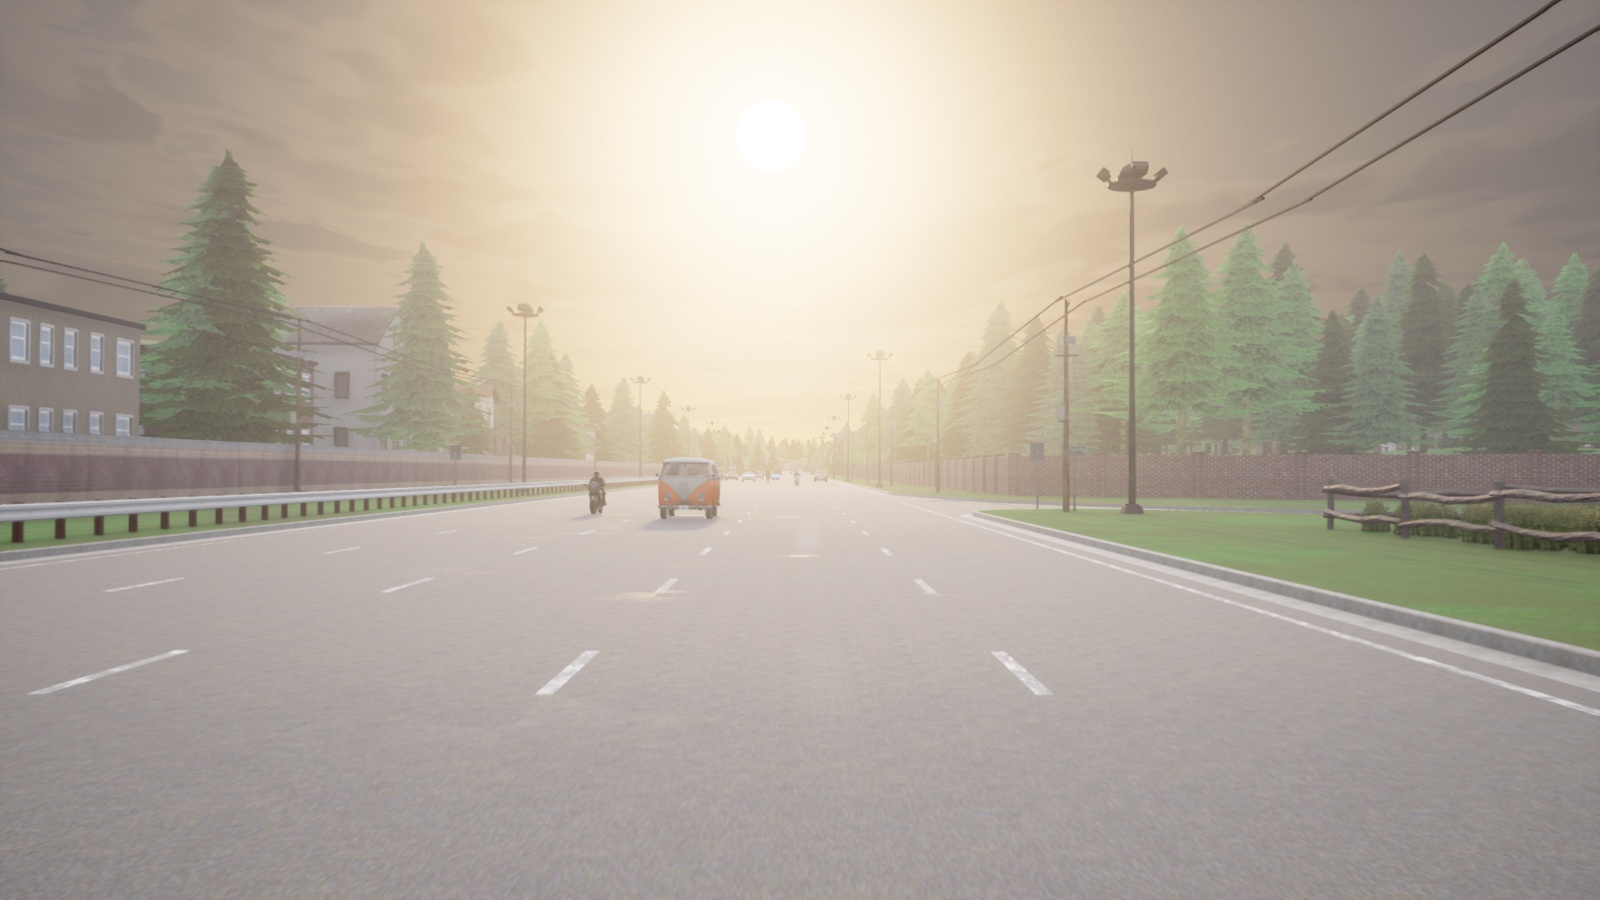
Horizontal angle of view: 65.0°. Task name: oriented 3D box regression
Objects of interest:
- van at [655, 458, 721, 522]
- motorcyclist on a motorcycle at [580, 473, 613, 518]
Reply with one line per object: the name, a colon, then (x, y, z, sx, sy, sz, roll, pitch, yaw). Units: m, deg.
van: (-3.600, 1.269, 41.085, 1.775, 1.987, 4.442, 0, -1, 0)
motorcyclist on a motorcycle: (-7.105, 1.561, 43.938, 0.797, 1.523, 2.044, 0, -1, 0)
